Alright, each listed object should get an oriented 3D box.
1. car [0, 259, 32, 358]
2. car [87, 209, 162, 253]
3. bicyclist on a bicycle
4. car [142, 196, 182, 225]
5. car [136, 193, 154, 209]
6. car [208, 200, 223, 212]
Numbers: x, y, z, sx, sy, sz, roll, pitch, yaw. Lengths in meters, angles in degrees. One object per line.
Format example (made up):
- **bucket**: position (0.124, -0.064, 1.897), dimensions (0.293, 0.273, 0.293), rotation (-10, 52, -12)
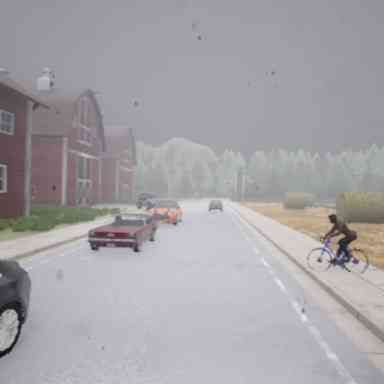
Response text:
- **car**: position (-3.507, 1.447, 3.201), dimensions (1.837, 1.490, 4.892), rotation (1, -1, 5)
- **car**: position (-2.715, 1.603, 14.009), dimensions (1.895, 1.301, 4.718), rotation (1, 0, 4)
- **bicyclist on a bicycle**: position (3.984, 1.423, 9.082), dimensions (1.656, 1.620, 0.582), rotation (2, 0, 4)
- **car**: position (-1.935, 1.414, 24.515), dimensions (2.097, 1.767, 4.553), rotation (1, 0, 4)
- **car**: position (-4.973, 1.203, 39.229), dimensions (1.905, 1.878, 3.866), rotation (9, -3, -38)
- **car**: position (3.123, 1.779, 43.477), dimensions (2.033, 1.411, 5.357), rotation (2, 0, 4)
